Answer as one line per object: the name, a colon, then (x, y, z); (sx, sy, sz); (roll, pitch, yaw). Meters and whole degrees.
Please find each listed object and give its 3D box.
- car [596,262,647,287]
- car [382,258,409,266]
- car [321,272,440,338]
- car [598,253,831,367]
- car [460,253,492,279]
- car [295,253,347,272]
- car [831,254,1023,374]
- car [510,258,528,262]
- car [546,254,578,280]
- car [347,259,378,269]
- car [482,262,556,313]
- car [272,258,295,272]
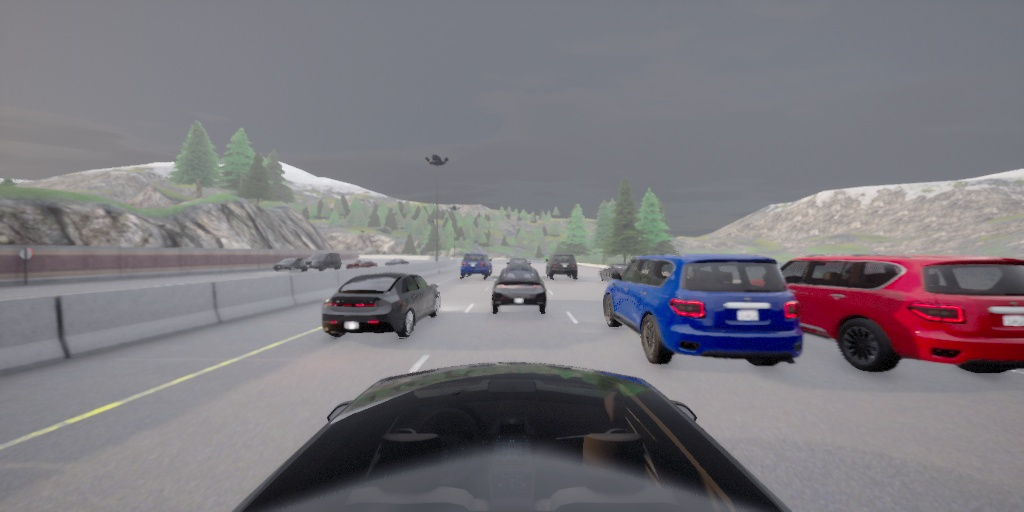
car: (7.452, 1.194, 25.076); (2.033, 1.411, 5.357); (0, 0, 1)
car: (-13.536, 0.986, 42.088); (2.033, 1.411, 5.357); (0, 0, -1)
car: (-3.311, 1.189, 9.950); (1.837, 1.490, 4.892); (0, 1, 1)
car: (3.637, 0.954, 8.054); (2.150, 2.045, 5.566); (0, 1, 2)
car: (-2.937, 0.787, 30.137); (2.150, 2.045, 5.566); (0, 1, 1)
car: (-20.523, 0.643, 38.844); (2.150, 2.045, 5.566); (0, 0, 0)
car: (7.136, 0.973, 7.721); (2.150, 2.045, 5.566); (0, 1, 2)
car: (0.563, 0.931, 30.338); (2.097, 1.767, 4.553); (0, 0, 1)
car: (4.057, 0.823, 29.810); (2.150, 2.045, 5.566); (0, 1, 1)
car: (-17.030, 1.030, 40.702); (1.895, 1.301, 4.718); (0, 0, 0)
car: (0.270, 1.171, 13.612); (2.128, 1.511, 4.902); (0, 0, 1)
car: (-24.046, 0.907, 39.408); (1.837, 1.490, 4.892); (0, 0, 0)
